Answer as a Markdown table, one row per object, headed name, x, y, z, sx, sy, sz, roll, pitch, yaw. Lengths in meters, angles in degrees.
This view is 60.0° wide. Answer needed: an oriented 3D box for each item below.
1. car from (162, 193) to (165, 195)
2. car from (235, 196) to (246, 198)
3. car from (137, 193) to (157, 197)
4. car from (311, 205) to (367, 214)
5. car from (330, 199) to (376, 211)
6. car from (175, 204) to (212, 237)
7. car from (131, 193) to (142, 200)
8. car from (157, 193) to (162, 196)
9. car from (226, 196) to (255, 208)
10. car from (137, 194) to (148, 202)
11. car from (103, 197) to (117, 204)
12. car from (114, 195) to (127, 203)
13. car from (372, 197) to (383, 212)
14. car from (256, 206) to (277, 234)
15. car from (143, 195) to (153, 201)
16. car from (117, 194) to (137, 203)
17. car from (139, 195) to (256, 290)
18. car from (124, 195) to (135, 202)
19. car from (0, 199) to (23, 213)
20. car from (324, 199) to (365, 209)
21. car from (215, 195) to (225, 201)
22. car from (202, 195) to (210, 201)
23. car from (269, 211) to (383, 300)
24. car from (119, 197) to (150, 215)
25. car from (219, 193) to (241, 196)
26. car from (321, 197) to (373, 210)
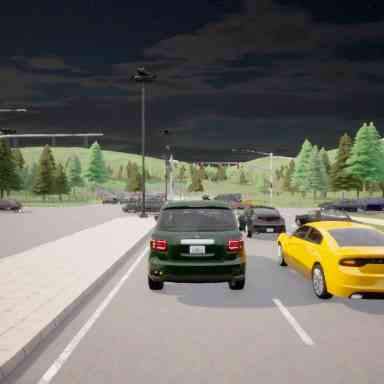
| name | x | y | z | sx | sy | sz | roll | pitch | yaw |
| --- | --- | --- | --- | --- | --- | --- | --- | --- | --- |
| car | -8.102 | 1.552 | 78.126 | 1.994 | 1.385 | 4.181 | 0 | 0 | 0 |
| car | 4.302 | 1.564 | 41.029 | 4.181 | 1.385 | 1.994 | 0 | 0 | 41 |
| car | -8.142 | 1.491 | 60.537 | 2.128 | 1.511 | 4.902 | 0 | 0 | 0 |
| car | 7.080 | 1.601 | 17.864 | 1.895 | 1.301 | 4.718 | 0 | 0 | 0 |
| car | 19.967 | 1.600 | 41.406 | 4.718 | 1.301 | 1.895 | 0 | 0 | 1 |
| car | 0.079 | 1.505 | 19.069 | 1.837 | 1.490 | 4.892 | 0 | 0 | 0 |
| car | -15.106 | 1.224 | 91.217 | 2.150 | 2.045 | 5.566 | 0 | 0 | 0 |
| car | -8.090 | 1.355 | 69.618 | 2.097 | 1.767 | 4.553 | 0 | 0 | 0 |
| car | 7.080 | 1.478 | 49.177 | 1.882 | 1.535 | 5.008 | -2 | 1 | -24 |
| car | -11.602 | 1.355 | 78.146 | 2.097 | 1.767 | 4.553 | 0 | 0 | 0 |
| car | -15.132 | 1.564 | 61.615 | 1.994 | 1.385 | 4.181 | 0 | 0 | 0 |
| car | -15.091 | 1.500 | 70.287 | 1.837 | 1.490 | 4.892 | 0 | 0 | 0 |
| car | 19.865 | 1.352 | 37.906 | 4.553 | 1.767 | 2.097 | 0 | 0 | 1 |
| car | 3.580 | 1.505 | 17.691 | 1.837 | 1.490 | 4.892 | 0 | 0 | 0 |
| car | -11.613 | 1.552 | 88.158 | 1.994 | 1.385 | 4.181 | 0 | 0 | 0 |
| car | -11.687 | 1.526 | 60.189 | 1.812 | 1.442 | 4.674 | 0 | 0 | 1 |
| car | 0.091 | 1.221 | 9.212 | 2.150 | 2.045 | 5.566 | 0 | 0 | 0 |
| car | -15.105 | 1.478 | 80.675 | 1.882 | 1.535 | 5.008 | 0 | 0 | 0 |
| car | -21.069 | 1.525 | 36.538 | 4.674 | 1.442 | 1.812 | 0 | 0 | 0 |
| car | 20.555 | 1.600 | 44.899 | 4.718 | 1.301 | 1.895 | 0 | 0 | 1 |
| car | 6.894 | 1.540 | 81.915 | 2.033 | 1.411 | 5.357 | 0 | 0 | 0 |
| car | 3.393 | 1.500 | 82.105 | 1.837 | 1.490 | 4.892 | 0 | 0 | 0 |
| car | 3.589 | 1.478 | 8.466 | 1.882 | 1.535 | 5.008 | 0 | 0 | 0 |
| car | -4.530 | 1.505 | 33.593 | 4.892 | 1.490 | 1.837 | 0 | 0 | -3 |
| car | 4.653 | 1.222 | 45.988 | 2.150 | 2.045 | 5.566 | -2 | 1 | -35 |
| car | 15.533 | 1.505 | 34.398 | 4.892 | 1.490 | 1.837 | 0 | 0 | 0 |
